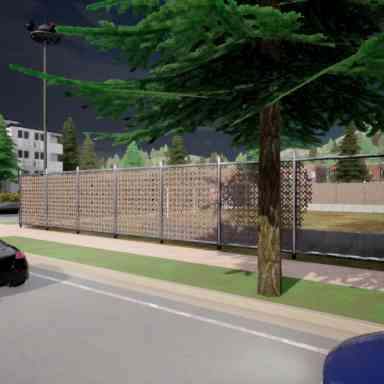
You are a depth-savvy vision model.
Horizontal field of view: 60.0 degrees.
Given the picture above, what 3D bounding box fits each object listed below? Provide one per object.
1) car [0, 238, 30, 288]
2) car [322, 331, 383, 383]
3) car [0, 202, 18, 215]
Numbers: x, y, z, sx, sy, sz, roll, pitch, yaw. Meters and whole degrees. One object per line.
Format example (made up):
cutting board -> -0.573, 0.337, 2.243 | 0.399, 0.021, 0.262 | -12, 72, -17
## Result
car -> -5.828, 1.564, 8.105 | 4.181, 1.385, 1.994 | 0, 0, 36
car -> 3.137, 1.526, 1.740 | 4.674, 1.442, 1.812 | 0, 0, 35
car -> -16.992, 1.583, 30.545 | 1.895, 1.301, 4.718 | 0, 0, 35
